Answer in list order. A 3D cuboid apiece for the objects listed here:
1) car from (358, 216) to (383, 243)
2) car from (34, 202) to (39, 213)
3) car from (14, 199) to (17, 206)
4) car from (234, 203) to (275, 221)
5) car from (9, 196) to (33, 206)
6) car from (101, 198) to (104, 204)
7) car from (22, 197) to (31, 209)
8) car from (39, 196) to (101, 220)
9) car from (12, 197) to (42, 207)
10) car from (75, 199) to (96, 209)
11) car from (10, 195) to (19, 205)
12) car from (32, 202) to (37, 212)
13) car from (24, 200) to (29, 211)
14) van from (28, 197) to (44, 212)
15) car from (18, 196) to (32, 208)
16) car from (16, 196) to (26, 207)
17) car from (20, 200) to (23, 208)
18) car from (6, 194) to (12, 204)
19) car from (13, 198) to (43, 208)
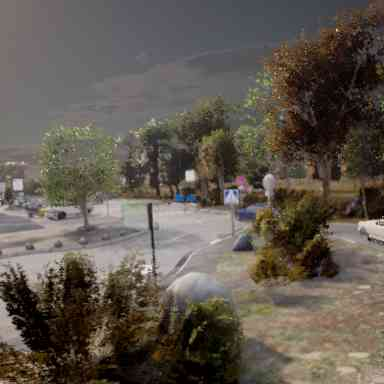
[{"bbox_3d":[8.737,1.582,13.841,1.895,1.301,4.718,-3,0,4],"label":"car"},{"bbox_3d":[-17.085,2.144,43.356,1.946,1.575,5.366,-2,3,37],"label":"car"},{"bbox_3d":[-30.361,2.174,63.325,2.163,1.488,4.792,-3,3,37],"label":"car"},{"bbox_3d":[5.161,1.577,25.758,1.812,1.442,4.674,-5,3,-30],"label":"car"},{"bbox_3d":[-40.264,2.039,78.346,2.185,1.767,4.553,-3,3,37],"label":"car"},{"bbox_3d":[-17.804,1.446,61.257,2.128,1.511,4.902,-5,3,-33],"label":"car"},{"bbox_3d":[-23.830,2.030,53.219,2.185,1.767,4.553,-2,3,37],"label":"car"},{"bbox_3d":[-13.909,1.918,38.152,2.435,2.045,5.566,-2,4,37],"label":"car"},{"bbox_3d":[-35.196,2.132,70.988,1.946,1.575,5.366,-3,3,37],"label":"car"},{"bbox_3d":[-16.713,1.838,52.085,1.994,1.385,4.181,-5,3,-33],"label":"car"},{"bbox_3d":[-32.023,1.894,65.823,2.435,2.045,5.566,-3,3,37],"label":"car"},{"bbox_3d":[-18.851,2.201,45.715,2.002,1.452,4.674,-2,3,37],"label":"car"},{"bbox_3d":[-22.140,2.154,50.736,2.097,1.535,5.008,-2,4,37],"label":"car"},{"bbox_3d":[-20.581,1.943,48.117,1.878,1.987,4.442,-2,4,37],"label":"van"},{"bbox_3d":[-27.073,2.020,58.288,2.185,1.767,4.553,-2,4,37],"label":"car"},{"bbox_3d":[-28.716,2.019,60.799,2.185,1.767,4.553,-2,4,37],"label":"car"},{"bbox_3d":[-25.441,2.190,55.760,2.002,1.452,4.674,-2,3,37],"label":"car"},{"bbox_3d":[-36.966,1.902,73.364,2.435,2.045,5.566,-3,3,37],"label":"car"},{"bbox_3d":[-33.642,2.175,68.350,2.163,1.488,4.792,-3,3,37],"label":"car"}]
